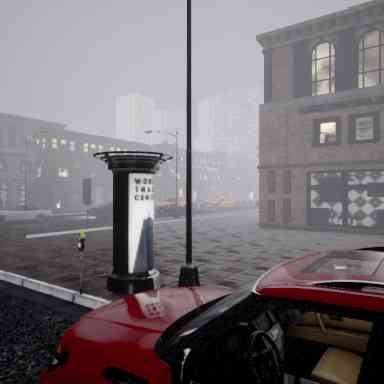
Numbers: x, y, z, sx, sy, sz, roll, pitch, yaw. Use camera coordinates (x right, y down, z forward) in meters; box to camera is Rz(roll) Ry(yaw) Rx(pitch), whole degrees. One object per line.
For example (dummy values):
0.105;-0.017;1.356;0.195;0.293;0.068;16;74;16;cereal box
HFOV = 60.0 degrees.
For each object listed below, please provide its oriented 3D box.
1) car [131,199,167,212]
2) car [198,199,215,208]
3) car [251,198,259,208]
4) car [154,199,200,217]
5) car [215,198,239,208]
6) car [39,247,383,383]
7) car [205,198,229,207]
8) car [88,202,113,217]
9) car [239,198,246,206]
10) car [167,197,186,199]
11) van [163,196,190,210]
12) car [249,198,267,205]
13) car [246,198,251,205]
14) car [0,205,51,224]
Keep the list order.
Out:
-5.344;1.674;42.010;1.752;1.417;4.829;0;0;35;car
1.108;1.756;51.192;2.008;1.369;4.403;0;0;35;car
11.142;1.676;50.896;1.967;1.590;4.097;0;-1;35;car
-1.524;1.670;32.782;1.887;1.381;4.507;0;0;35;car
4.868;1.698;51.917;1.882;1.535;5.008;0;0;36;car
1.156;1.315;2.051;5.009;1.841;2.192;0;0;36;car
4.187;1.759;55.574;1.752;1.417;4.829;0;-1;35;car
-8.315;1.671;33.258;1.994;1.385;4.181;0;0;36;car
7.463;1.815;60.234;2.008;1.369;4.403;0;-1;35;car
-2.278;1.509;41.843;2.097;1.767;4.553;0;0;35;car
-2.070;1.518;46.672;1.690;1.788;3.998;0;0;35;van
13.817;1.876;69.277;2.008;1.369;4.403;0;-1;35;car
10.640;1.846;64.755;2.008;1.369;4.403;0;-1;35;car
-13.568;1.668;25.799;1.895;1.301;4.718;0;0;35;car
